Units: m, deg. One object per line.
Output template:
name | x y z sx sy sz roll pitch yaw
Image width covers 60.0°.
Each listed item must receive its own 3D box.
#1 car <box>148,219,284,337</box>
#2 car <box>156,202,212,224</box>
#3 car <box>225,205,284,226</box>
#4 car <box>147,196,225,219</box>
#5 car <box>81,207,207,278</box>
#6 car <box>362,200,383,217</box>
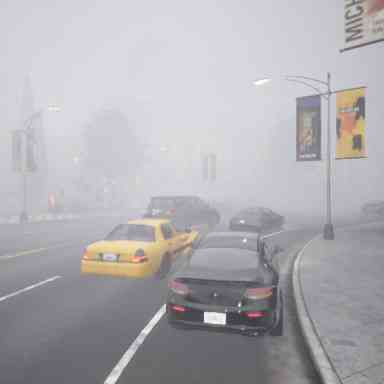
car | 0.836 1.525 6.696 1.812 1.442 4.674 0 0 13
car | -0.521 1.563 25.531 1.994 1.385 4.181 0 0 40
car | 3.880 1.565 19.590 1.994 1.385 4.181 0 0 36
car | -0.427 1.223 19.555 2.150 2.045 5.566 0 0 32
car | -1.145 1.457 10.025 1.801 1.575 5.366 0 0 16
car | 17.980 1.497 31.114 4.902 1.511 2.128 0 0 -30
